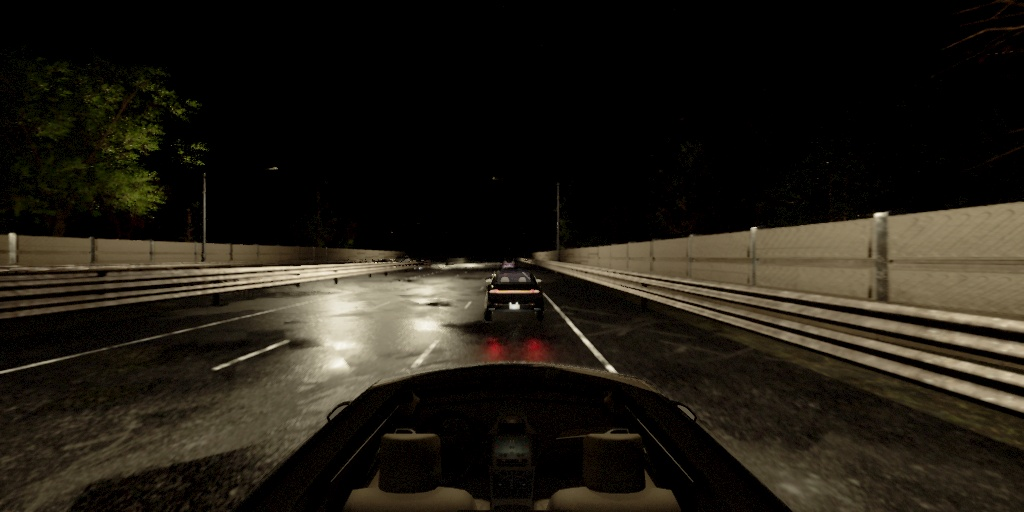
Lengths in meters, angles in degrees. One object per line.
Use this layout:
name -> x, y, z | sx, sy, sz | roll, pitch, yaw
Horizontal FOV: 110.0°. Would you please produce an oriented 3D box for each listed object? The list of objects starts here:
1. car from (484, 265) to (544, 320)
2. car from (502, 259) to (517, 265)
car -> 0.059, 1.241, 12.674 | 2.128, 1.511, 4.902 | 0, 0, 0
car -> -0.334, 1.185, 45.254 | 2.033, 1.649, 4.856 | 0, 0, -1
